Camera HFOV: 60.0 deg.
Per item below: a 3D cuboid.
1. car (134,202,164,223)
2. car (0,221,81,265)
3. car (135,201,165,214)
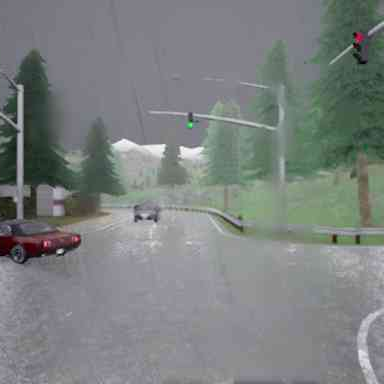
[{"bbox_3d":[-3.643,1.675,27.720,2.128,1.511,4.902,0,0,-1],"label":"car"},{"bbox_3d":[-6.427,1.693,11.991,4.718,1.301,1.895,0,-1,24],"label":"car"},{"bbox_3d":[-5.240,1.868,40.617,1.895,1.301,4.718,0,0,-32],"label":"car"}]
